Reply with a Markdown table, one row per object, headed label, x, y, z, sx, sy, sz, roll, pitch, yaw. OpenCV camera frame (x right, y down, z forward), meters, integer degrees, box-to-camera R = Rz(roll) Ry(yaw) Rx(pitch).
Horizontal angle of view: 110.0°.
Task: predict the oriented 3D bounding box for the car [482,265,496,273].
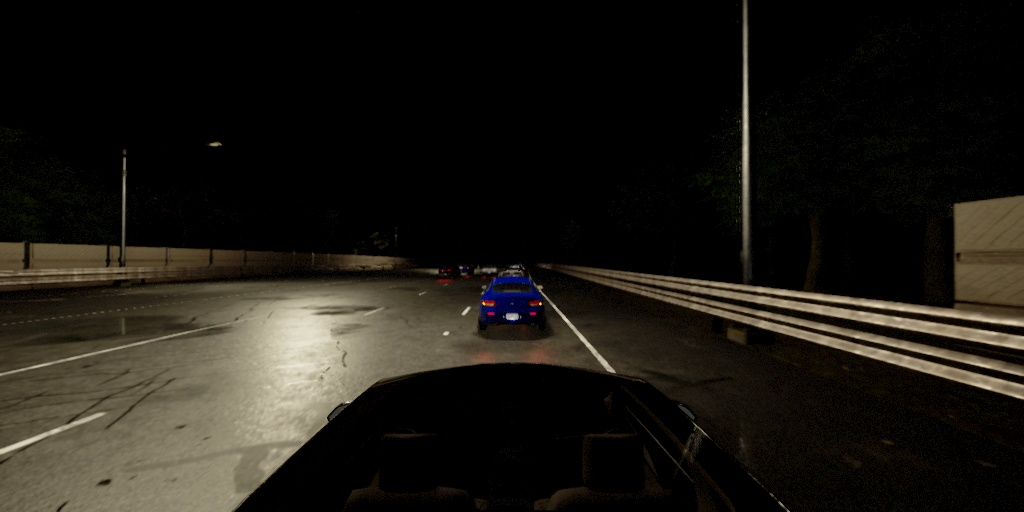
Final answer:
| label | x | y | z | sx | sy | sz | roll | pitch | yaw |
| --- | --- | --- | --- | --- | --- | --- | --- | --- | --- |
| car | -2.801 | 1.843 | 47.747 | 1.895 | 1.301 | 4.718 | 0 | -1 | 3 |

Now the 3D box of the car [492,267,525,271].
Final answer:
| label | x | y | z | sx | sy | sz | roll | pitch | yaw |
| --- | --- | --- | --- | --- | --- | --- | --- | --- | --- |
| car | 0.006 | 1.522 | 20.987 | 1.895 | 1.301 | 4.718 | 0 | 0 | 0 |

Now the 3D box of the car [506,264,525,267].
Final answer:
| label | x | y | z | sx | sy | sz | roll | pitch | yaw |
| --- | --- | --- | --- | --- | --- | --- | --- | --- | --- |
| car | 0.211 | 1.531 | 33.785 | 2.128 | 1.511 | 4.902 | 0 | -1 | 2 |

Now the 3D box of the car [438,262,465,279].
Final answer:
| label | x | y | z | sx | sy | sz | roll | pitch | yaw |
| --- | --- | --- | --- | --- | --- | --- | --- | --- | --- |
| car | -6.635 | 1.641 | 38.476 | 1.837 | 1.490 | 4.892 | 0 | -1 | 2 |

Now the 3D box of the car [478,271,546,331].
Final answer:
| label | x | y | z | sx | sy | sz | roll | pitch | yaw |
| --- | --- | --- | --- | --- | --- | --- | --- | --- | --- |
| car | 0.005 | 1.349 | 11.159 | 1.812 | 1.442 | 4.674 | 0 | 0 | 0 |

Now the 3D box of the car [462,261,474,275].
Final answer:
| label | x | y | z | sx | sy | sz | roll | pitch | yaw |
| --- | --- | --- | --- | --- | --- | --- | --- | --- | --- |
| car | -6.330 | 1.612 | 47.652 | 2.097 | 1.767 | 4.553 | 0 | -1 | 2 |
